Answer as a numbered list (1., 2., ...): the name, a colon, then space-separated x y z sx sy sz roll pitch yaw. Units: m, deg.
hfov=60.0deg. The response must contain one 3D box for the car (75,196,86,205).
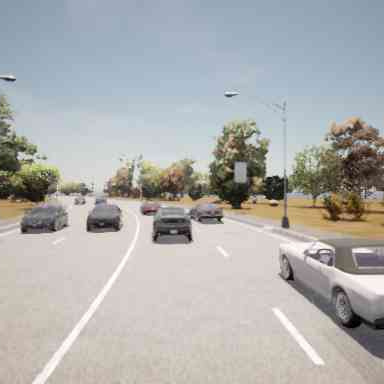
1. car: -19.985 1.521 59.582 2.128 1.511 4.902 0 0 -21

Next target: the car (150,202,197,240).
1. car: -1.098 1.509 17.098 1.837 1.490 4.892 0 0 -7

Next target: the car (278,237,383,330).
1. car: 3.321 1.594 6.917 1.895 1.301 4.718 0 0 -3

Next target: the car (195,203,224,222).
1. car: 1.050 1.550 26.504 2.033 1.411 5.357 0 0 -10

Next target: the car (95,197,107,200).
1. car: -16.588 1.591 60.519 1.994 1.385 4.181 0 0 -21

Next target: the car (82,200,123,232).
1. car: -5.305 1.490 20.645 1.882 1.535 5.008 0 0 -9

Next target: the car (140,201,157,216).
1. car: -4.295 1.576 34.578 1.994 1.385 4.181 0 0 -13

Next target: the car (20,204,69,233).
1. car: -8.773 1.523 20.148 1.837 1.490 4.892 0 0 -9
